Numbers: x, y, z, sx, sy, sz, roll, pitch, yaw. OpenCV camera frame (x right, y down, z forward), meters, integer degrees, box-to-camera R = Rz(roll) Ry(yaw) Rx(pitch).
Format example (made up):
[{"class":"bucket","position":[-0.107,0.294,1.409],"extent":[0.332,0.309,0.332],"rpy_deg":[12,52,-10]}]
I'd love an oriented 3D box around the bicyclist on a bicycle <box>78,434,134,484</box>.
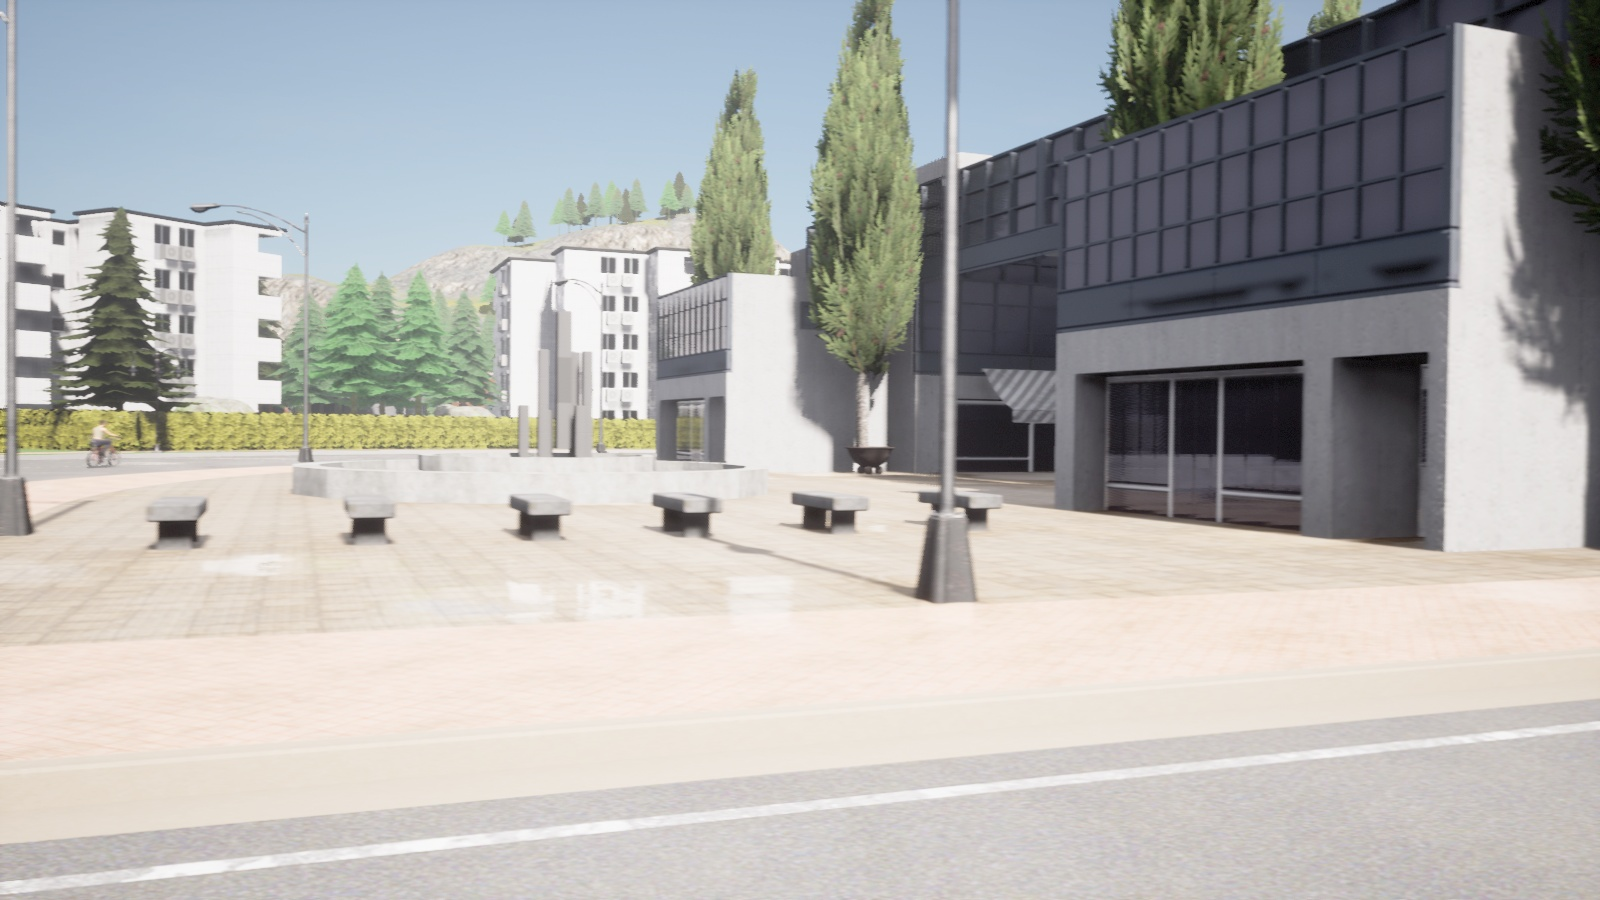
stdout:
[{"class":"bicyclist on a bicycle","position":[-23.138,0.283,41.904],"extent":[0.866,1.612,1.509],"rpy_deg":[0,1,11]}]
